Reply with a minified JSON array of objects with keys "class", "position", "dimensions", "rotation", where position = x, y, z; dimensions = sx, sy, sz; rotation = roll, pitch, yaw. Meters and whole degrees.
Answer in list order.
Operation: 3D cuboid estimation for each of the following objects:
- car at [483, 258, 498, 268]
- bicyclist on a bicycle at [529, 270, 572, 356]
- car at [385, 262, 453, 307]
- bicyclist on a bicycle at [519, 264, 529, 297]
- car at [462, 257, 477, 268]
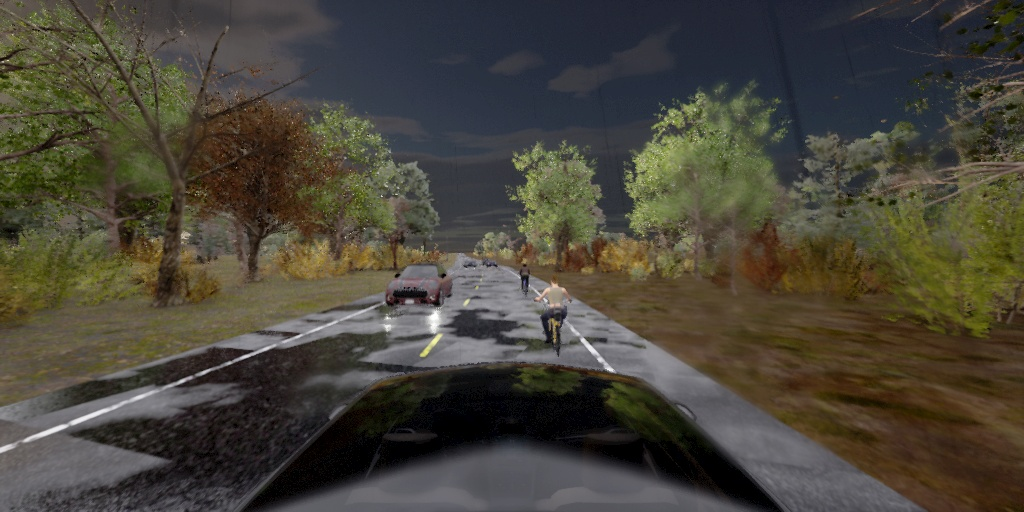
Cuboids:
[{"class":"car","position":[-3.564,1.332,62.234],"dimensions":[1.895,1.301,4.718],"rotation":[0,0,-7]},{"class":"bicyclist on a bicycle","position":[0.903,1.192,7.661],"dimensions":[0.866,1.612,1.509],"rotation":[0,0,-1]},{"class":"car","position":[-3.855,1.113,15.550],"dimensions":[2.097,1.767,4.553],"rotation":[0,0,-2]},{"class":"bicyclist on a bicycle","position":[0.646,1.215,17.947],"dimensions":[0.582,1.620,1.656],"rotation":[0,0,-2]},{"class":"car","position":[-6.912,1.302,59.302],"dimensions":[1.994,1.385,4.181],"rotation":[0,0,-6]}]
